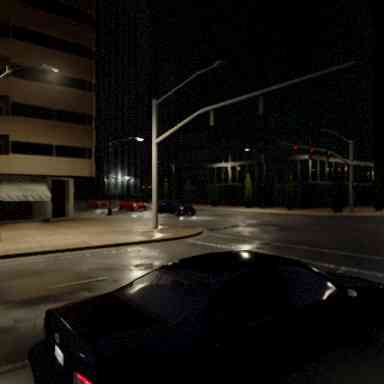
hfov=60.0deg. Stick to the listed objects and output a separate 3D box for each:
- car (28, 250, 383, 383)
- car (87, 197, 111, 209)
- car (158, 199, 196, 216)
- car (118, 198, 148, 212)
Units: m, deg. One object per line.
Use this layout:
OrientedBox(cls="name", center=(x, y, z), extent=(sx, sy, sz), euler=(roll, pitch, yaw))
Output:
OrientedBox(cls="car", center=(0.775, 1.566, 4.606), extent=(5.357, 1.411, 2.033), euler=(0, 0, -37))
OrientedBox(cls="car", center=(-13.941, 1.560, 49.803), extent=(2.097, 1.767, 4.553), euler=(0, 0, -39))
OrientedBox(cls="car", center=(-1.595, 1.528, 34.510), extent=(2.097, 1.767, 4.553), euler=(0, 0, -39))
OrientedBox(cls="car", center=(-7.390, 1.542, 41.680), extent=(2.097, 1.767, 4.553), euler=(0, 0, -39))
